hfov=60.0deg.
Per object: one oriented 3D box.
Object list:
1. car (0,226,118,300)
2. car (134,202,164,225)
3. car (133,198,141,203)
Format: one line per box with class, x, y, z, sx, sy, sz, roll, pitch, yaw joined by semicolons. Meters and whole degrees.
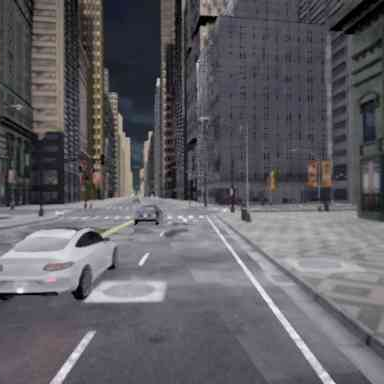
car;-3.184;1.603;8.473;1.812;1.442;4.674;0;-1;0
car;-3.277;1.725;25.767;2.033;1.411;5.357;0;0;0
car;-14.461;2.224;87.106;1.994;1.385;4.181;0;0;-10
